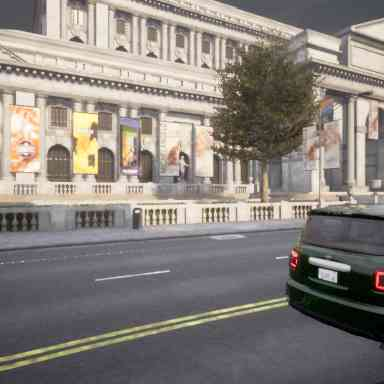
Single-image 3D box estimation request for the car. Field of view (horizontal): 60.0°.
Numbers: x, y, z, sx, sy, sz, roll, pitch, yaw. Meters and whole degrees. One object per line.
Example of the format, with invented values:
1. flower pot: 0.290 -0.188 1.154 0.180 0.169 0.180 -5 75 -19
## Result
1. car: 4.175 1.221 5.829 5.566 2.045 2.150 0 0 -29
